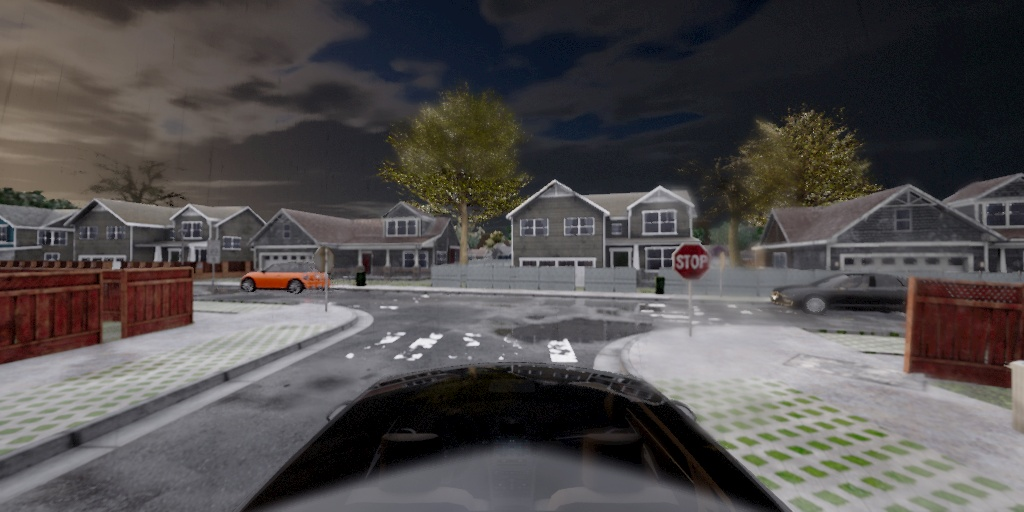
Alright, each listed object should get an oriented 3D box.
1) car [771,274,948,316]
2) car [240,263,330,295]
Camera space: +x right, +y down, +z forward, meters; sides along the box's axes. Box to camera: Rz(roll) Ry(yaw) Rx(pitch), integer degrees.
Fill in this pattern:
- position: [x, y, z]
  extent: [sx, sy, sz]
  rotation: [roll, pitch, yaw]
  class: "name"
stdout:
- position: [12.486, 1.401, 13.155]
  extent: [4.892, 1.490, 1.837]
  rotation: [1, 0, 18]
  class: "car"
- position: [-12.748, 1.154, 20.182]
  extent: [4.553, 1.767, 2.097]
  rotation: [0, -1, 13]
  class: "car"
